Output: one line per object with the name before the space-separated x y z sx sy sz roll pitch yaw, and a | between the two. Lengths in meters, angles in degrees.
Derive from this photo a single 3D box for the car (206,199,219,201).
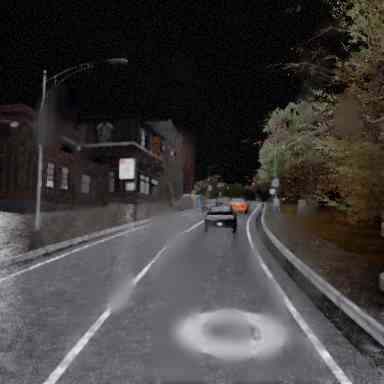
car | 2.499 1.631 41.918 2.128 1.511 4.902 -1 0 13

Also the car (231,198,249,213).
car | 5.383 1.414 37.918 2.097 1.767 4.553 -1 0 13

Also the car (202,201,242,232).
car | 1.853 1.532 20.535 2.128 1.511 4.902 -1 0 8
